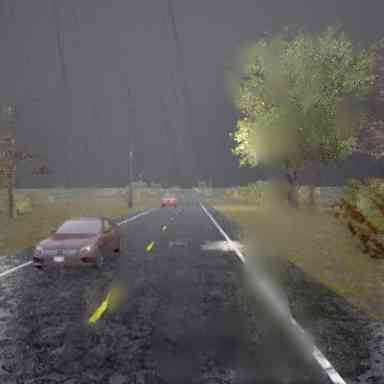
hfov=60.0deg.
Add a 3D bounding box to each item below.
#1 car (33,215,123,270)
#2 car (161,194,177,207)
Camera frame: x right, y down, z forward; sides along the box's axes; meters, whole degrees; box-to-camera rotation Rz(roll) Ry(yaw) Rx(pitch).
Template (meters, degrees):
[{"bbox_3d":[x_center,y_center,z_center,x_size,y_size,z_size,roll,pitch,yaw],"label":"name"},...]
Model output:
[{"bbox_3d":[-3.599,1.562,11.324,1.812,1.442,4.674,0,0,0],"label":"car"},{"bbox_3d":[-3.570,1.341,52.528,2.150,2.045,5.566,0,0,0],"label":"car"}]
